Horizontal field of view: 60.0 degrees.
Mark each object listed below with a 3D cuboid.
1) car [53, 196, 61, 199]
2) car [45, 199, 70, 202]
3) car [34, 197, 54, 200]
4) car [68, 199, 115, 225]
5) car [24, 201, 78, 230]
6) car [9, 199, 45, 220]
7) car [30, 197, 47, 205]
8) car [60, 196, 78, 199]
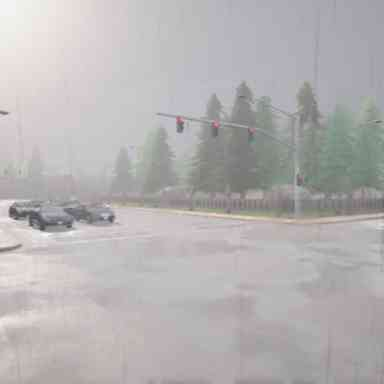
[{"bbox_3d":[-24.828,1.478,61.399,2.128,1.511,4.902,0,0,-36],"label":"car"},{"bbox_3d":[-12.754,1.619,32.381,1.895,1.301,4.718,0,0,-36],"label":"car"},{"bbox_3d":[-18.772,1.620,40.733,1.895,1.301,4.718,0,0,-36],"label":"car"},{"bbox_3d":[-7.353,1.509,24.900,2.128,1.511,4.902,0,0,-36],"label":"car"},{"bbox_3d":[-9.189,1.560,21.494,1.812,1.442,4.674,0,0,-37],"label":"car"},{"bbox_3d":[-14.818,1.582,29.259,2.033,1.411,5.357,0,0,-36],"label":"car"},{"bbox_3d":[-26.929,1.604,58.330,1.895,1.301,4.718,0,0,-36],"label":"car"},{"bbox_3d":[-19.399,1.512,53.899,1.812,1.442,4.674,0,0,-36],"label":"car"}]
